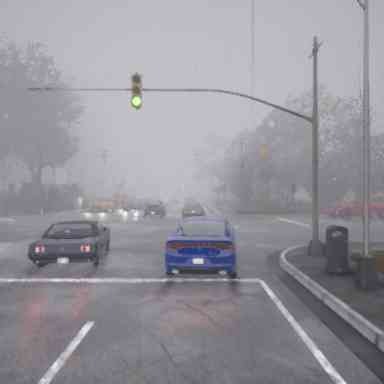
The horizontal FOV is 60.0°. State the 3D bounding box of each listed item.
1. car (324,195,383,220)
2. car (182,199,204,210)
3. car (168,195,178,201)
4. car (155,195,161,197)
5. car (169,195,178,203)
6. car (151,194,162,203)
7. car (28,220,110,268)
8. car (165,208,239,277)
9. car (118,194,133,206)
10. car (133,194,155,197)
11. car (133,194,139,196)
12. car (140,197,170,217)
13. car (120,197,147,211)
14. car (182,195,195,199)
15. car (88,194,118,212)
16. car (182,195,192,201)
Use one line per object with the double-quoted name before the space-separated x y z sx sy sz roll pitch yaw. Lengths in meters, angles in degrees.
"car" 14.123 1.265 28.117 5.566 2.045 2.150 0 0 -6
"car" 0.107 1.610 29.778 1.994 1.385 4.181 0 0 0
"car" -4.763 1.495 81.318 2.033 1.411 5.357 0 0 -7
"car" -7.087 1.655 59.526 1.895 1.301 4.718 0 0 -1
"car" -3.975 1.550 70.848 2.033 1.411 5.357 0 0 -4
"car" -7.419 1.369 69.763 2.097 1.767 4.553 0 0 -3
"car" -3.928 1.618 11.441 1.895 1.301 4.718 0 0 -9
"car" 0.443 1.493 10.397 1.882 1.535 5.008 0 0 7
"car" -10.551 1.290 48.665 2.150 2.045 5.566 0 0 0
"car" -7.054 1.546 49.501 1.882 1.535 5.008 0 0 0
"car" -10.580 1.547 58.887 2.128 1.511 4.902 0 0 -1
"car" -3.393 1.553 31.331 1.837 1.490 4.892 0 0 0
"car" -7.084 1.626 40.692 1.994 1.385 4.181 0 0 0
"car" -0.513 1.363 71.671 2.097 1.767 4.553 0 0 -4
"car" -10.611 1.412 39.079 2.097 1.767 4.553 0 0 1
"car" -1.266 1.456 81.597 1.837 1.490 4.892 0 0 -7
